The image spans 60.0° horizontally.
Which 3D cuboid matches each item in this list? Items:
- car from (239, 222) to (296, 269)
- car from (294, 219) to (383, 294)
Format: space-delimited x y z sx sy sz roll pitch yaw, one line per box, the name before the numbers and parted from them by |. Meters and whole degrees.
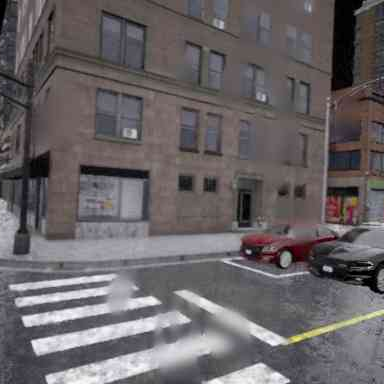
car | 3.683 1.741 11.794 4.507 1.381 1.887 3 0 -33
car | 5.445 1.731 9.670 5.008 1.535 1.882 3 0 -34
